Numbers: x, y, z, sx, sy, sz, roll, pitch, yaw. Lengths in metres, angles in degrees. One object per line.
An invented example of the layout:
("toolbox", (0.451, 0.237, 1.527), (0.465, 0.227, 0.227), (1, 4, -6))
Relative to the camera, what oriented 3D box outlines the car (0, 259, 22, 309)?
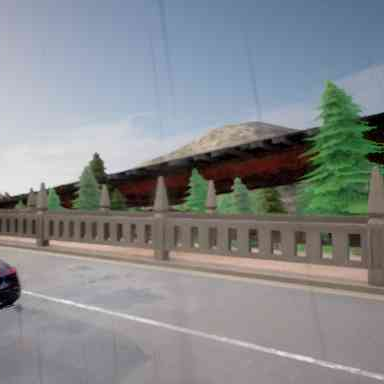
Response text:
("car", (-5.500, 1.686, 6.900), (4.181, 1.385, 1.994), (-1, -1, 31))
